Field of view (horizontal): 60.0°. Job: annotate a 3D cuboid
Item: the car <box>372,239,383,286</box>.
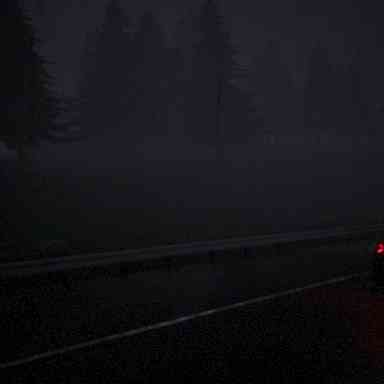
[{"bbox_3d":[6.441,1.367,8.077,4.553,1.767,2.097,0,0,-34],"label":"car"}]
